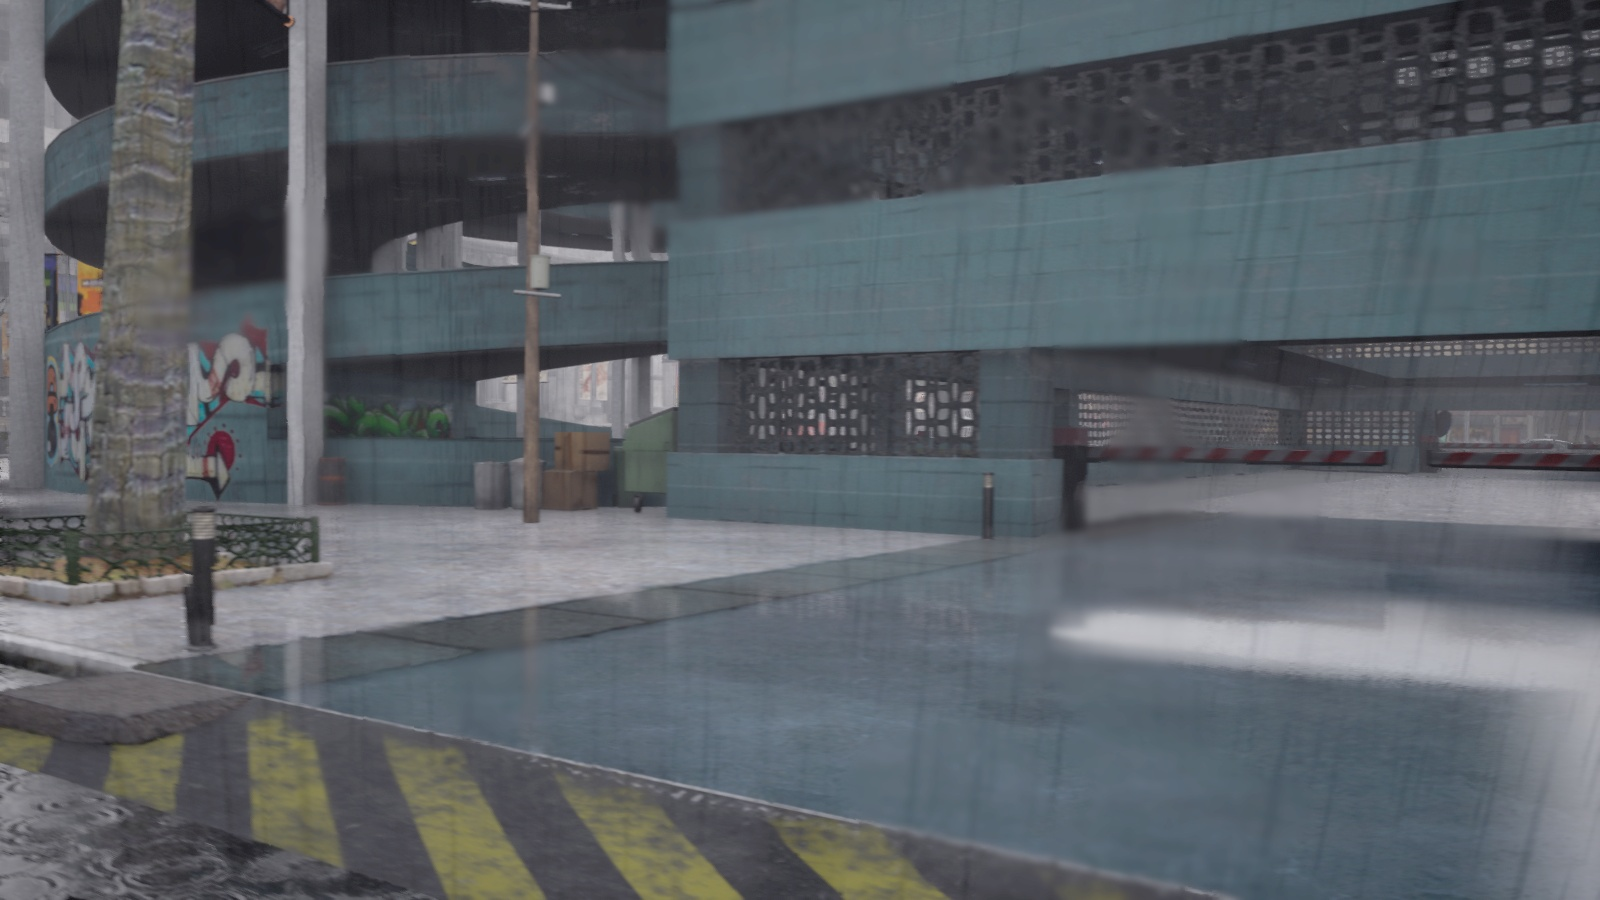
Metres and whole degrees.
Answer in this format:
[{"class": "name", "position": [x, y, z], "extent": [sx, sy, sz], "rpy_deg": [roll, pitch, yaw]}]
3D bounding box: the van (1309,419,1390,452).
[{"class": "van", "position": [34.690, -0.913, 79.359], "extent": [4.442, 1.987, 1.775], "rpy_deg": [0, 1, 34]}]

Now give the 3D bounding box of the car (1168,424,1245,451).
[{"class": "car", "position": [27.265, -0.807, 84.282], "extent": [4.553, 1.767, 2.097], "rpy_deg": [0, 1, 34]}]

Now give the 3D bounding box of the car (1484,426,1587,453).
[{"class": "car", "position": [41.367, -0.603, 70.686], "extent": [4.892, 1.490, 1.837], "rpy_deg": [0, 1, 34]}]
